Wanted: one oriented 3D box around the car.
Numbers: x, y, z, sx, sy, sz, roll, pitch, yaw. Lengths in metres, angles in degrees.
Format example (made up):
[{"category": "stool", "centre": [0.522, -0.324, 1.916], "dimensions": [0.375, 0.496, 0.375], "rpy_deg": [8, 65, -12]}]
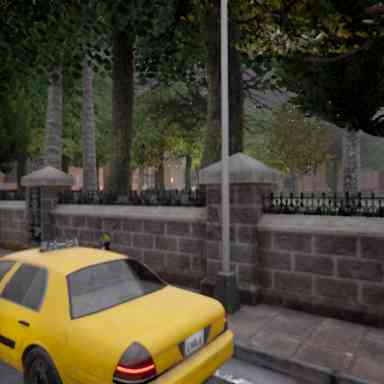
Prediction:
[{"category": "car", "centre": [-2.061, 1.436, 4.756], "dimensions": [5.366, 1.575, 1.801], "rpy_deg": [0, 0, 36]}]
